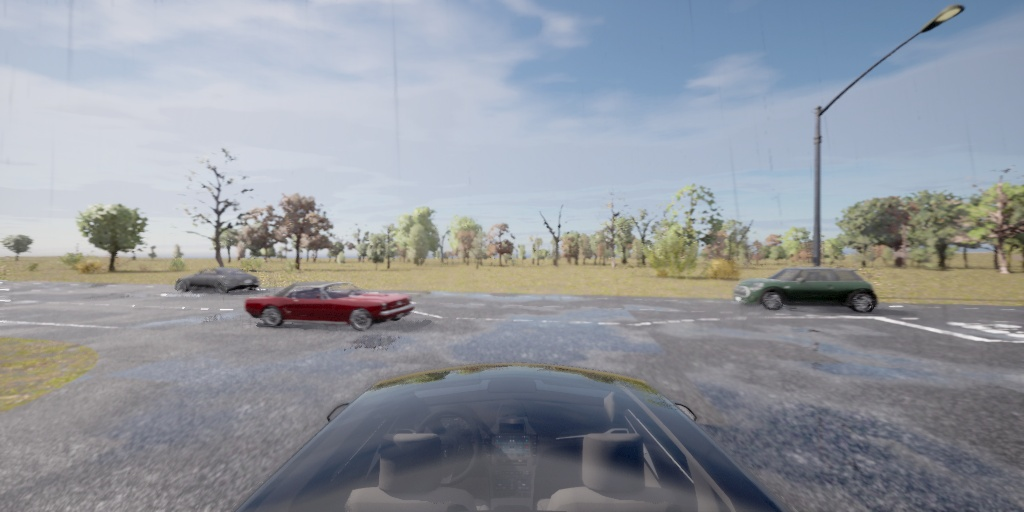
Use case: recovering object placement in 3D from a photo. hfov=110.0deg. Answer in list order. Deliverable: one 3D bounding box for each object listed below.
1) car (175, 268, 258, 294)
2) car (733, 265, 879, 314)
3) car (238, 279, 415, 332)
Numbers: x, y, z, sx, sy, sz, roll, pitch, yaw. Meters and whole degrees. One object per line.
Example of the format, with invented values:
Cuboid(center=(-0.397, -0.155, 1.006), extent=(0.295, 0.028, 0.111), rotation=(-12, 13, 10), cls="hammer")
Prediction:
Cuboid(center=(-16.702, 1.371, 20.404), extent=(4.181, 1.385, 1.994), rotation=(0, 0, 11), cls="car")
Cuboid(center=(11.805, 1.242, 14.745), extent=(4.553, 1.767, 2.097), rotation=(0, 0, 11), cls="car")
Cuboid(center=(-5.497, 1.458, 11.048), extent=(4.718, 1.301, 1.895), rotation=(0, 0, 11), cls="car")
